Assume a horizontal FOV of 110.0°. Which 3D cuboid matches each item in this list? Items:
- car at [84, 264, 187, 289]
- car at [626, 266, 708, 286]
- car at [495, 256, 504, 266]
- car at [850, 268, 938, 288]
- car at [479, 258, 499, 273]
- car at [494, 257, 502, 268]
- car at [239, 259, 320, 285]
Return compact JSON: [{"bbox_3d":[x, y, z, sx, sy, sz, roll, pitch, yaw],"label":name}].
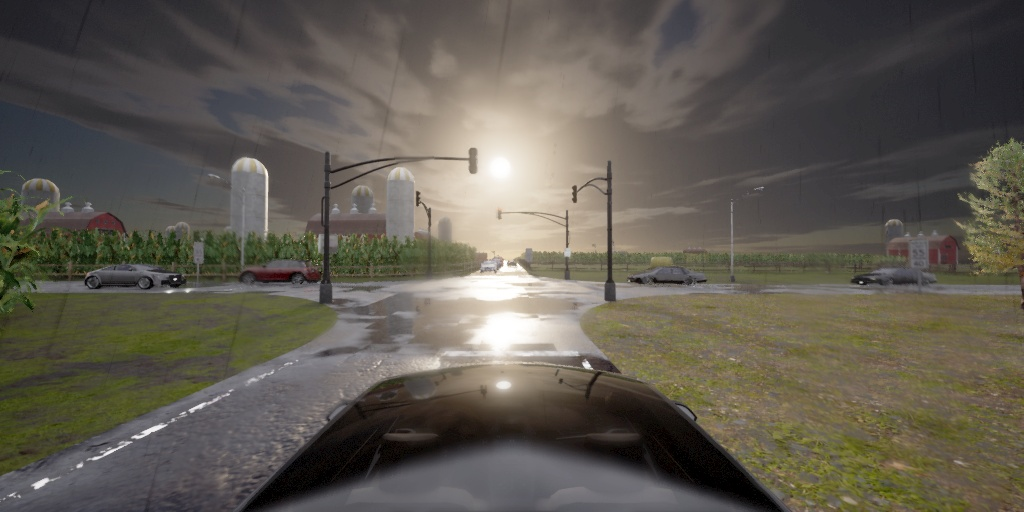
[{"bbox_3d":[-20.965,1.118,20.094,4.181,1.385,1.994,0,-1,-3],"label":"car"},{"bbox_3d":[11.264,1.463,26.238,5.357,1.411,2.033,1,-1,2],"label":"car"},{"bbox_3d":[-2.863,1.298,62.624,1.882,1.535,5.008,0,0,0],"label":"car"},{"bbox_3d":[28.825,1.619,27.071,5.357,1.411,2.033,1,-1,-4],"label":"car"},{"bbox_3d":[-2.799,1.314,43.446,1.812,1.442,4.674,0,0,-1],"label":"car"},{"bbox_3d":[-2.850,1.328,52.604,1.812,1.442,4.674,0,0,0],"label":"car"},{"bbox_3d":[-15.575,1.030,24.116,4.553,1.767,2.097,0,-1,-3],"label":"car"}]
